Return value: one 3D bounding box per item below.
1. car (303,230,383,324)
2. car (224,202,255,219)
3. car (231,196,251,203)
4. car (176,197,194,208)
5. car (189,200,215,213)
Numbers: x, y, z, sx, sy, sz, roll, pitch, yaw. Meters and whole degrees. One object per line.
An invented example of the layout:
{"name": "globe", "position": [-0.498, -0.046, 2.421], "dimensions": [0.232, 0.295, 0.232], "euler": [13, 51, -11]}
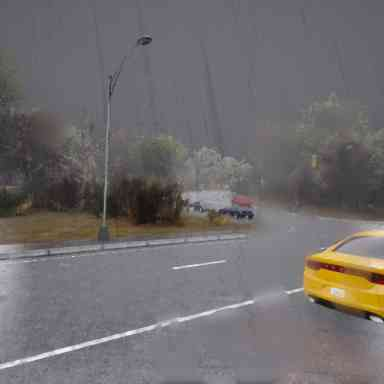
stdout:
{"name": "car", "position": [4.431, 1.544, 6.915], "dimensions": [5.008, 1.535, 1.882], "euler": [1, -1, -35]}
{"name": "car", "position": [4.706, 2.145, 35.463], "dimensions": [1.895, 1.301, 4.718], "euler": [3, -1, -22]}
{"name": "car", "position": [8.589, 1.678, 58.458], "dimensions": [2.150, 2.045, 5.566], "euler": [2, 2, -12]}
{"name": "car", "position": [-1.236, 1.696, 53.687], "dimensions": [1.994, 1.385, 4.181], "euler": [2, 2, -14]}
{"name": "car", "position": [1.515, 1.923, 44.075], "dimensions": [1.837, 1.490, 4.892], "euler": [2, 0, -18]}
